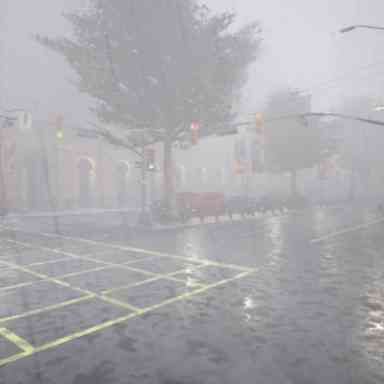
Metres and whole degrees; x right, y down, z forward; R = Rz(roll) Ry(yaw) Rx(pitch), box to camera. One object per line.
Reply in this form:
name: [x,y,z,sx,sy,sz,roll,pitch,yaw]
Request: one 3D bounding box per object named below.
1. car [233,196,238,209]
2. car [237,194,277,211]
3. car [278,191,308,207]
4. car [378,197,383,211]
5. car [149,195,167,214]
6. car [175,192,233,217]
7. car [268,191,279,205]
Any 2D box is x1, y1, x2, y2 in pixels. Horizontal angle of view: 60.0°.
car: [5.193,1.252,40.321,2.128,1.511,4.902,0,0,41]
car: [7.456,1.294,37.586,1.812,1.442,4.674,0,0,41]
car: [14.077,1.056,45.264,2.097,1.767,4.553,0,0,40]
car: [21.528,1.221,36.012,2.128,1.511,4.902,0,0,41]
car: [-1.601,1.048,32.426,2.150,2.045,5.566,0,0,41]
car: [1.053,1.051,30.145,2.150,2.045,5.566,0,0,41]
car: [12.151,0.915,48.394,2.150,2.045,5.566,0,0,41]
